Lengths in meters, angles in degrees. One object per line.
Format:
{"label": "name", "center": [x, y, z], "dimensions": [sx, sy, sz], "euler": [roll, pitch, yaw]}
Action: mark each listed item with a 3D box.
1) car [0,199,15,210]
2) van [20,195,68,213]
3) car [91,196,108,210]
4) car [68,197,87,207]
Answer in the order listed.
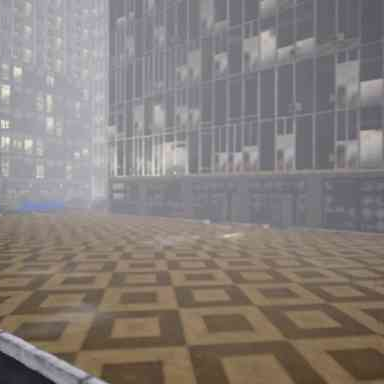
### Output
{"label": "car", "center": [-22.068, 1.311, 36.313], "dimensions": [1.752, 1.417, 4.829], "euler": [0, 0, 38]}
{"label": "van", "center": [-14.677, 1.183, 32.599], "dimensions": [1.690, 1.788, 3.998], "euler": [0, 0, 38]}
{"label": "car", "center": [-9.716, 1.288, 39.229], "dimensions": [1.967, 1.590, 4.097], "euler": [0, 0, 38]}
{"label": "car", "center": [-15.961, 1.376, 44.036], "dimensions": [1.802, 1.307, 4.206], "euler": [0, 0, 38]}
